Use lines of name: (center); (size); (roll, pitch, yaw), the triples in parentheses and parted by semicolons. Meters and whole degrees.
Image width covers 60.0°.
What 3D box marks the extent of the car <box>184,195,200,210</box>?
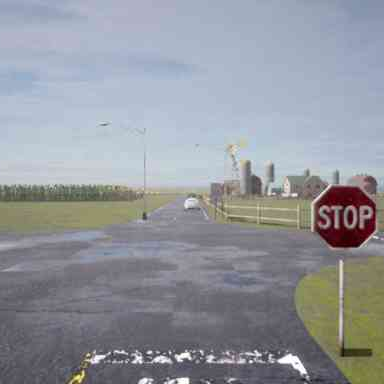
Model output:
car: (0.032, 1.518, 42.416); (1.812, 1.442, 4.674); (0, 0, 0)

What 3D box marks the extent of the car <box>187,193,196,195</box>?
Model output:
car: (-0.112, 1.219, 71.130); (2.150, 2.045, 5.566); (0, 0, 0)
